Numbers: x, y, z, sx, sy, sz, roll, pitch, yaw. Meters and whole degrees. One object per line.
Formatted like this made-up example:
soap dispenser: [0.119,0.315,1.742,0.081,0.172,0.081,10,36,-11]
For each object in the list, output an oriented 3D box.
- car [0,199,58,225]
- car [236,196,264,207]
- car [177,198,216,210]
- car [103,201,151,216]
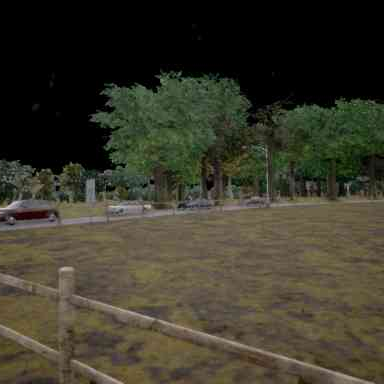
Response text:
car: [-12.206,1.356,24.001,2.097,1.767,4.553,-2,-1,34]
car: [8.396,1.318,47.710,4.674,1.442,1.812,-1,-1,-40]
car: [0.620,1.431,40.389,2.033,1.411,5.357,-2,-1,43]
car: [-6.231,1.555,32.244,1.895,1.301,4.718,-2,-1,38]
